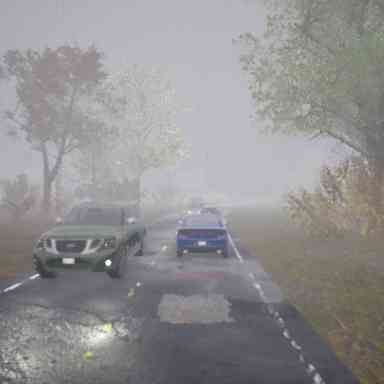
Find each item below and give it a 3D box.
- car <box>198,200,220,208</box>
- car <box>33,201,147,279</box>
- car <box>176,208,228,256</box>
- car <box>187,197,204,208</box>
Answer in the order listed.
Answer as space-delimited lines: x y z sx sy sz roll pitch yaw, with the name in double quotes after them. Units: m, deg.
1.913 1.900 34.659 1.812 1.442 4.674 0 -1 6 "car"
-2.878 1.336 10.778 2.150 2.045 5.566 0 -1 2 "car"
0.437 1.629 13.805 1.882 1.535 5.008 0 -1 2 "car"
0.728 1.769 51.272 2.150 2.045 5.566 0 -1 9 "car"
